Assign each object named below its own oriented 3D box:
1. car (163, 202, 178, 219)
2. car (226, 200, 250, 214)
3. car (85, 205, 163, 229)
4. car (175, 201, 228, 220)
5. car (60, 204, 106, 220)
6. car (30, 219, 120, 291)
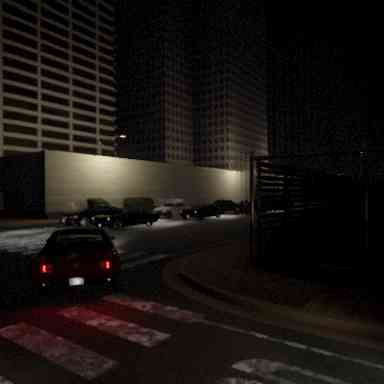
[{"bbox_3d":[-1.815,1.693,31.782,1.812,1.442,4.674,-1,0,36],"label":"car"},{"bbox_3d":[6.269,1.620,37.132,2.128,1.511,4.902,-1,0,35],"label":"car"},{"bbox_3d":[-4.375,1.729,22.166,1.895,1.301,4.718,-1,0,35],"label":"car"},{"bbox_3d":[0.939,1.729,29.640,1.895,1.301,4.718,-1,0,35],"label":"car"},{"bbox_3d":[-7.189,1.658,24.252,2.128,1.511,4.902,-1,0,35],"label":"car"},{"bbox_3d":[-3.124,1.684,9.407,1.895,1.301,4.718,-1,0,-16],"label":"car"}]
